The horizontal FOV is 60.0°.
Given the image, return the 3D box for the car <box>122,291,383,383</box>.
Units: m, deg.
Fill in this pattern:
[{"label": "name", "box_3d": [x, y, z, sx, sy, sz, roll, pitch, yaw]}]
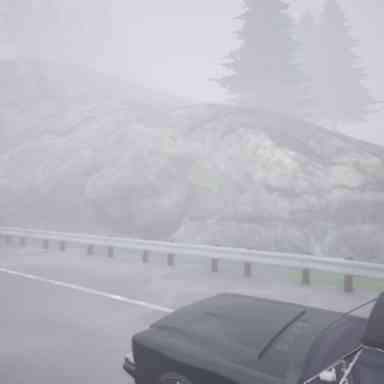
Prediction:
[{"label": "car", "box_3d": [1.653, 1.593, 2.726, 4.718, 1.301, 1.895, 0, 0, 35]}]
